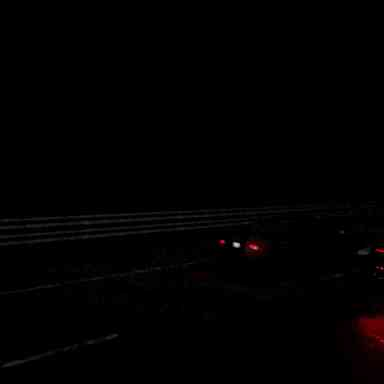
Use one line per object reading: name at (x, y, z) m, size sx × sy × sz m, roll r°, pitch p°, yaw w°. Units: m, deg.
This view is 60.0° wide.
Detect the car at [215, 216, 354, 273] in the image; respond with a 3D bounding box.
car at (3.227, 1.455, 10.354) m, size 5.357 × 1.411 × 2.033 m, roll 0°, pitch 0°, yaw -36°

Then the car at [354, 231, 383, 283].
car at (6.251, 1.441, 8.206) m, size 4.892 × 1.490 × 1.837 m, roll 0°, pitch 0°, yaw -36°
